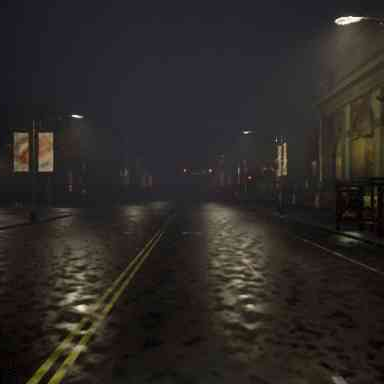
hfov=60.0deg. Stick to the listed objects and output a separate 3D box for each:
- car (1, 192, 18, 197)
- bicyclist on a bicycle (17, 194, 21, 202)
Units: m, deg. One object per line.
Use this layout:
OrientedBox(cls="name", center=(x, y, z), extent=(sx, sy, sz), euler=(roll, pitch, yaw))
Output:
OrientedBox(cls="car", center=(-46.031, 1.316, 81.377), extent=(4.674, 1.452, 2.002), euler=(0, 0, 0))
OrientedBox(cls="bicyclist on a bicycle", center=(-34.230, 1.307, 65.855), extent=(0.582, 1.620, 1.656), euler=(0, 0, 0))
